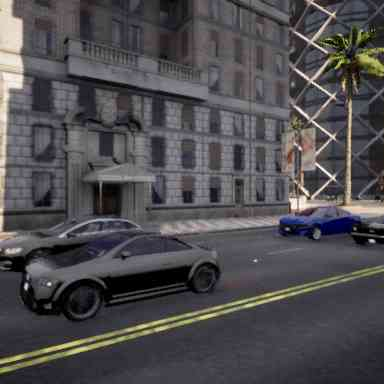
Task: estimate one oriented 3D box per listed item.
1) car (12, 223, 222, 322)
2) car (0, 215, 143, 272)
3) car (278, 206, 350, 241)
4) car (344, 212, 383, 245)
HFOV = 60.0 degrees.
[{"bbox_3d":[-1.396,1.564,7.248,4.181,1.385,1.994,0,0,-34],"label":"car"},{"bbox_3d":[-3.201,1.493,10.253,4.902,1.511,2.128,0,0,-34],"label":"car"},{"bbox_3d":[6.507,1.473,16.810,5.008,1.535,1.882,0,0,-34],"label":"car"},{"bbox_3d":[8.839,1.596,14.165,4.718,1.301,1.895,0,0,-34],"label":"car"}]
